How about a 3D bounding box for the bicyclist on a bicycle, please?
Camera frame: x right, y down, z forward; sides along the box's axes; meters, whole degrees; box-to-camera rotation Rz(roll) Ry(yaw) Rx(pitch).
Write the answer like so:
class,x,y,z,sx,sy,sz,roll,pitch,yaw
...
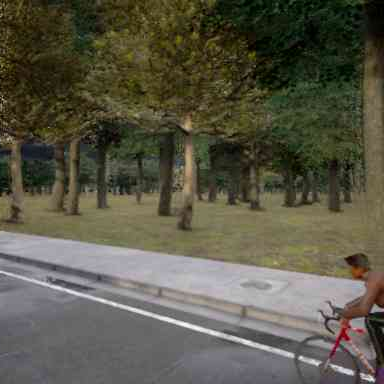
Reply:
class,x,y,z,sx,sy,sz,roll,pitch,yaw
bicyclist on a bicycle,1.846,1.457,3.348,1.656,1.620,0.582,0,0,36
